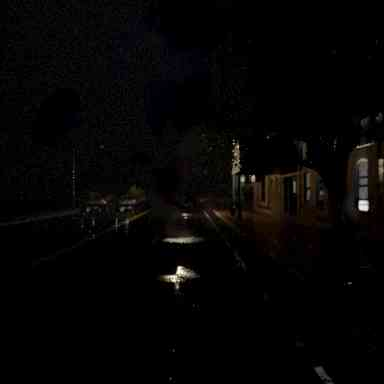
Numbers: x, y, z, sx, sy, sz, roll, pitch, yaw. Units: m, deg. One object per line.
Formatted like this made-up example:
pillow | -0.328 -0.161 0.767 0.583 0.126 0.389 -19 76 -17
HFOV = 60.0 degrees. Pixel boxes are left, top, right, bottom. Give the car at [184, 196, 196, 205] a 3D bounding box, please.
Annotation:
car | -0.304 1.477 56.669 1.837 1.490 4.892 0 0 0

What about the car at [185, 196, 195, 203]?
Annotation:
car | -0.360 1.538 67.088 1.994 1.385 4.181 0 0 0

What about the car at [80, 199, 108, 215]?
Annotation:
car | -9.934 1.487 34.165 2.128 1.511 4.902 0 0 0

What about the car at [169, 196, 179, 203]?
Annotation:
car | -3.610 1.502 67.071 1.812 1.442 4.674 0 0 0

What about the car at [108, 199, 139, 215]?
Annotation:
car | -6.684 1.484 34.183 2.128 1.511 4.902 0 0 0

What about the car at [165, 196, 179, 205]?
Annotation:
car | -3.554 1.522 56.652 2.033 1.411 5.357 0 0 0
